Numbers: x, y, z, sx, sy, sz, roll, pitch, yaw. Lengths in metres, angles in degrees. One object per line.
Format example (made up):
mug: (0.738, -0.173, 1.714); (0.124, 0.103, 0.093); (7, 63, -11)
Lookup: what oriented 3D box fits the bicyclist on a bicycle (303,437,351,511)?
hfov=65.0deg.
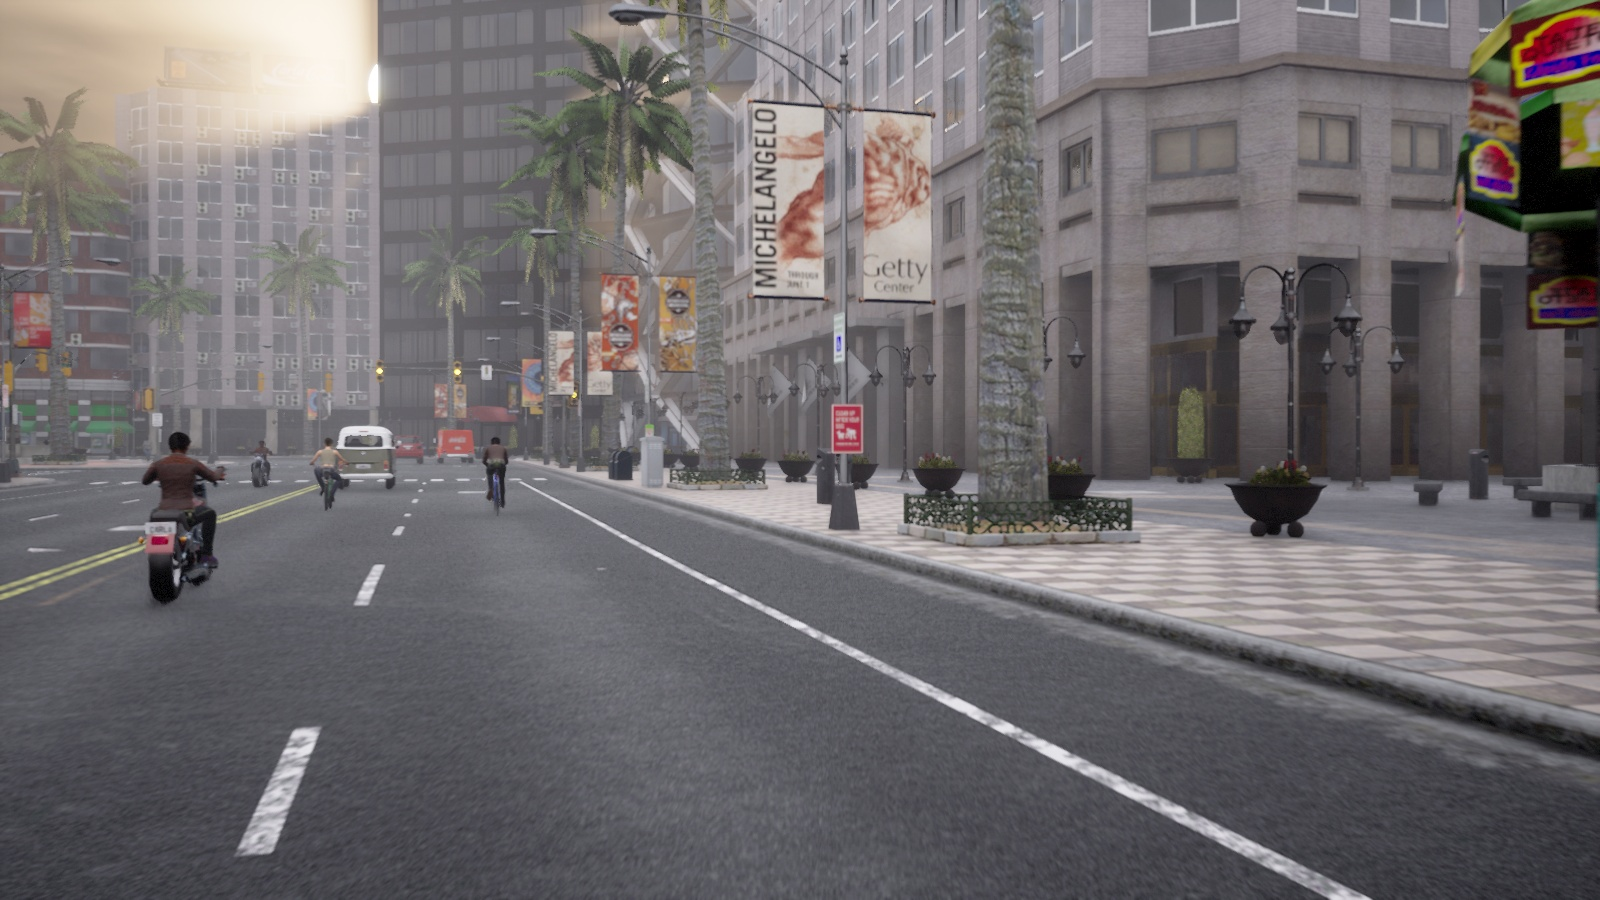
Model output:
bicyclist on a bicycle: (-10.542, 0.512, 28.024); (0.866, 1.612, 1.509); (0, 0, -16)

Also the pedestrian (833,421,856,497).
pedestrian: (1.138, 0.217, 32.193); (0.402, 1.930, 0.666); (0, 0, -13)

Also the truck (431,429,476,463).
truck: (-25.918, -0.305, 93.773); (2.627, 2.467, 5.204); (0, 0, -22)

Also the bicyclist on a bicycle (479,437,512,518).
bicyclist on a bicycle: (-6.314, 0.543, 25.999); (0.582, 1.620, 1.656); (0, 0, -16)

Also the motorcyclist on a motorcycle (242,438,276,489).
motorcyclist on a motorcycle: (-18.201, 0.436, 42.292); (0.766, 1.649, 2.350); (0, 0, -16)

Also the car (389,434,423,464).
car: (-28.546, -0.087, 90.967); (2.150, 2.045, 5.566); (0, 0, -20)

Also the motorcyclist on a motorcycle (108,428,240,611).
motorcyclist on a motorcycle: (-6.167, 0.619, 12.509); (0.766, 1.649, 2.350); (0, 0, -16)

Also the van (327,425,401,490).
van: (-14.350, 0.217, 41.552); (2.069, 2.038, 4.480); (0, 0, -16)
